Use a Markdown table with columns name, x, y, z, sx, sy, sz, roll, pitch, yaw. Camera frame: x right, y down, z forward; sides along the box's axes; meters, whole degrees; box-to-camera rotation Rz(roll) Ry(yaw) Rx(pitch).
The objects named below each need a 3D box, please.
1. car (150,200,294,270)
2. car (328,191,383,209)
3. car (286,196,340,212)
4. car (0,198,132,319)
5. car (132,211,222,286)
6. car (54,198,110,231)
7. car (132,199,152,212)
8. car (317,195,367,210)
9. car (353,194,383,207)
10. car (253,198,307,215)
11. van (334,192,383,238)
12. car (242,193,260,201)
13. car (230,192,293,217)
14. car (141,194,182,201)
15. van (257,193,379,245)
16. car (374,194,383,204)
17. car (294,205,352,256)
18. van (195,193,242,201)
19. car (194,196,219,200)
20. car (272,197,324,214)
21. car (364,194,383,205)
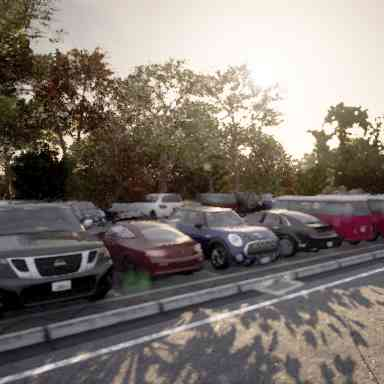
| name | x | y | z | sx | sy | sz | roll | pitch | yaw |
| --- | --- | --- | --- | --- | --- | --- | --- | --- | --- |
| car | 0.745 | 1.310 | 11.105 | 2.185 | 1.767 | 4.553 | 0 | 0 | -36 |
| car | 19.902 | 0.895 | 40.806 | 2.435 | 2.045 | 5.566 | -1 | 1 | -36 |
| car | 13.006 | 1.250 | 36.137 | 1.946 | 1.575 | 5.366 | -1 | 0 | -36 |
| car | -3.782 | 1.217 | 7.795 | 2.435 | 2.045 | 5.566 | 0 | 0 | -36 |
| car | -1.515 | 1.492 | 9.447 | 2.002 | 1.452 | 4.674 | 0 | 0 | -36 |
| car | -7.231 | 1.313 | 21.480 | 2.185 | 1.767 | 4.553 | 0 | 0 | -36 |
| car | -4.937 | 1.452 | 23.047 | 2.163 | 1.488 | 4.792 | 0 | 0 | -36 |
| car | 17.635 | 1.185 | 39.213 | 2.231 | 1.521 | 4.892 | -1 | 1 | -36 |
| car | 24.401 | 1.069 | 44.064 | 2.097 | 1.535 | 5.008 | -1 | 1 | -36 |
| car | 8.578 | 1.341 | 32.780 | 2.163 | 1.488 | 4.792 | -1 | 0 | -36 |
| van | 7.536 | 1.160 | 16.065 | 1.878 | 1.987 | 4.442 | 0 | 0 | -36 |
| car | 4.060 | 1.105 | 29.550 | 2.435 | 2.045 | 5.566 | 0 | 0 | -36 |
| car | 6.352 | 1.083 | 31.118 | 2.435 | 2.045 | 5.566 | -1 | 0 | -36 |
| car | -2.714 | 1.154 | 24.707 | 2.435 | 2.045 | 5.566 | 0 | 0 | -36 |
| van | 5.256 | 1.176 | 14.434 | 1.878 | 1.987 | 4.442 | 0 | 0 | -36 |
| car | 28.903 | 1.022 | 47.311 | 2.163 | 1.488 | 4.792 | -1 | 1 | -36 |
| car | 3.048 | 1.420 | 12.705 | 2.231 | 1.521 | 4.892 | 0 | 0 | -36 |
| van | 1.750 | 1.147 | 28.007 | 1.878 | 1.987 | 4.442 | 0 | 0 | -36 |
| car | -0.546 | 1.386 | 26.451 | 1.946 | 1.575 | 5.366 | 0 | 0 | -36 |
| car | 10.876 | 1.316 | 34.351 | 2.163 | 1.488 | 4.792 | -1 | 0 | -36 |
| car | 26.658 | 1.032 | 45.679 | 2.231 | 1.521 | 4.892 | -1 | 1 | -36 |
